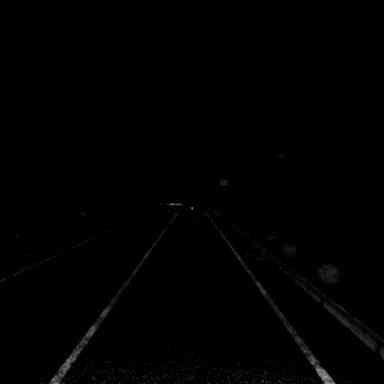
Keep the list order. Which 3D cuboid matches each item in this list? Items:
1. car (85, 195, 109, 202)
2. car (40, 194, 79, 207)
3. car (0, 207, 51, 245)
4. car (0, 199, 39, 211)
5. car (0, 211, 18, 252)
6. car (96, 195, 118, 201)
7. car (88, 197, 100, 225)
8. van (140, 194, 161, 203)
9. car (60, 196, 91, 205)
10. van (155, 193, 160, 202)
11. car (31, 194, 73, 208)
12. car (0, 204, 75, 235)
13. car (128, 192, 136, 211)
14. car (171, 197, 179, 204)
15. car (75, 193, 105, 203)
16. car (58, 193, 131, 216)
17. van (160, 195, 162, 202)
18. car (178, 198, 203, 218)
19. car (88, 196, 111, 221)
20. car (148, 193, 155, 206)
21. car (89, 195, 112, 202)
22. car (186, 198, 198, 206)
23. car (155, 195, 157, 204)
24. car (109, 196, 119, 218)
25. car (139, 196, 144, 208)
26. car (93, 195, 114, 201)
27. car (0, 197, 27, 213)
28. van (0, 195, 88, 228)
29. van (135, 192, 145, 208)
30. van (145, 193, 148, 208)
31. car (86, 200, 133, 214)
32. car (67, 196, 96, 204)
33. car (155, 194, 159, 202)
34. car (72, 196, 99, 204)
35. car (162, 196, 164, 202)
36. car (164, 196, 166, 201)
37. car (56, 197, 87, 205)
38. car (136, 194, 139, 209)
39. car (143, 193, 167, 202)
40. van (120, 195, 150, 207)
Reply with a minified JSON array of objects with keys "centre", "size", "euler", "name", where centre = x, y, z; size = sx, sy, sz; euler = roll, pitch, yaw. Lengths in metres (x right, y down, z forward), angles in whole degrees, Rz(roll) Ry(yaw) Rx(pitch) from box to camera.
[{"centre":[-22.066,1.567,77.522],"size":[5.008,1.535,2.097],"euler":[0,0,0],"name":"car"},{"centre":[-22.002,1.381,55.312],"size":[5.566,2.045,2.435],"euler":[0,0,0],"name":"car"},{"centre":[-8.865,1.539,13.897],"size":[4.792,1.488,2.163],"euler":[0,0,0],"name":"car"},{"centre":[-21.983,1.625,41.432],"size":[4.792,1.488,2.163],"euler":[0,0,0],"name":"car"},{"centre":[-8.861,1.531,11.094],"size":[4.792,1.488,2.163],"euler":[0,0,0],"name":"car"},{"centre":[-21.886,1.524,85.849],"size":[5.366,1.575,1.946],"euler":[0,0,0],"name":"car"},{"centre":[-8.937,1.410,22.308],"size":[4.553,1.767,2.185],"euler":[0,0,0],"name":"car"},{"centre":[-9.091,1.362,72.775],"size":[4.442,1.987,1.878],"euler":[0,0,0],"name":"van"},{"centre":[-22.226,1.623,63.641],"size":[5.366,1.575,1.946],"euler":[0,0,0],"name":"car"},{"centre":[-9.079,1.397,64.363],"size":[4.442,1.987,1.878],"euler":[0,0,0],"name":"van"},{"centre":[-22.055,1.377,52.535],"size":[5.566,2.045,2.435],"euler":[0,0,0],"name":"car"},{"centre":[-8.893,1.518,16.701],"size":[5.008,1.535,2.097],"euler":[0,0,0],"name":"car"},{"centre":[-8.892,1.318,33.521],"size":[5.566,2.045,2.435],"euler":[0,0,0],"name":"car"},{"centre":[-3.254,1.644,67.135],"size":[2.033,1.411,5.357],"euler":[0,0,0],"name":"car"},{"centre":[-22.024,1.342,71.970],"size":[5.566,2.045,2.435],"euler":[0,0,0],"name":"car"},{"centre":[-8.889,1.310,30.718],"size":[5.566,2.045,2.435],"euler":[0,0,0],"name":"car"},{"centre":[-8.850,1.388,67.165],"size":[4.442,1.987,1.878],"euler":[0,0,0],"name":"van"},{"centre":[0.050,1.499,31.529],"size":[2.033,1.649,4.856],"euler":[0,0,1],"name":"car"},{"centre":[-8.878,1.418,25.111],"size":[4.553,1.767,2.185],"euler":[0,0,0],"name":"car"},{"centre":[-8.916,1.369,50.342],"size":[5.566,2.045,2.435],"euler":[0,0,0],"name":"car"},{"centre":[-22.071,1.554,80.298],"size":[4.892,1.521,2.231],"euler":[0,0,0],"name":"car"},{"centre":[0.002,1.683,57.320],"size":[1.994,1.385,4.181],"euler":[0,0,0],"name":"car"},{"centre":[-8.958,1.632,55.949],"size":[4.892,1.521,2.231],"euler":[0,0,0],"name":"car"},{"centre":[-8.882,1.427,27.914],"size":[4.553,1.767,2.185],"euler":[0,0,0],"name":"car"},{"centre":[-8.926,1.596,41.930],"size":[4.892,1.521,2.231],"euler":[0,0,0],"name":"car"},{"centre":[-22.097,1.570,83.073],"size":[4.792,1.488,2.163],"euler":[0,0,0],"name":"car"},{"centre":[-22.038,1.461,38.655],"size":[4.553,1.767,2.185],"euler":[0,0,0],"name":"car"},{"centre":[-8.785,1.301,19.505],"size":[4.442,1.987,1.878],"euler":[0,0,0],"name":"van"},{"centre":[-9.053,1.378,44.734],"size":[4.442,1.987,1.878],"euler":[0,0,0],"name":"van"},{"centre":[-9.057,1.386,47.537],"size":[4.442,1.987,1.878],"euler":[0,0,0],"name":"van"},{"centre":[-8.922,1.618,36.324],"size":[4.674,1.452,2.002],"euler":[0,0,0],"name":"car"},{"centre":[-22.040,1.617,66.418],"size":[5.008,1.535,2.097],"euler":[0,0,0],"name":"car"},{"centre":[-8.988,1.660,61.561],"size":[4.792,1.488,2.163],"euler":[0,0,0],"name":"car"},{"centre":[-22.043,1.608,69.196],"size":[4.892,1.521,2.231],"euler":[0,0,0],"name":"car"},{"centre":[-8.965,1.601,69.972],"size":[5.008,1.535,2.097],"euler":[0,0,0],"name":"car"},{"centre":[-8.981,1.615,75.579],"size":[4.674,1.452,2.002],"euler":[0,0,0],"name":"car"},{"centre":[-22.008,1.664,60.869],"size":[4.792,1.488,2.163],"euler":[0,0,0],"name":"car"},{"centre":[-8.960,1.461,39.127],"size":[4.553,1.767,2.185],"euler":[0,0,0],"name":"car"},{"centre":[-8.957,1.296,81.185],"size":[5.566,2.045,2.435],"euler":[0,0,0],"name":"car"},{"centre":[-9.064,1.403,53.142],"size":[4.442,1.987,1.878],"euler":[0,0,0],"name":"van"}]
